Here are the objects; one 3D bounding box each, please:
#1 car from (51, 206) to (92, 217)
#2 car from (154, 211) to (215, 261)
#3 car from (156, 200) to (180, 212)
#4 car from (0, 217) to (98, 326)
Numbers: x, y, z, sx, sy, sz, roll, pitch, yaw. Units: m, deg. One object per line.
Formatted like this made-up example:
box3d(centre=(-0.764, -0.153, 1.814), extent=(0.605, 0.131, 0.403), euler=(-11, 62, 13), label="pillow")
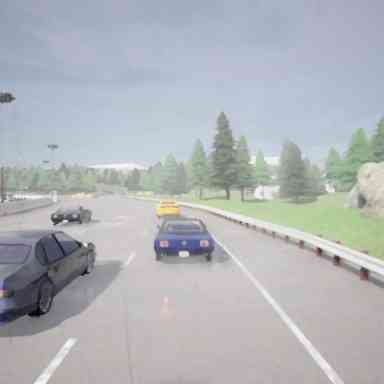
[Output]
box3d(centre=(-8.408, 1.604, 23.654), extent=(1.895, 1.301, 4.718), euler=(0, 0, -7), label="car")
box3d(centre=(-0.363, 1.590, 12.268), extent=(1.895, 1.301, 4.718), euler=(0, 0, -3), label="car")
box3d(centre=(-2.216, 1.454, 30.050), extent=(1.882, 1.535, 5.008), euler=(0, 0, -8), label="car")
box3d(centre=(-3.601, 1.552, 7.359), extent=(2.033, 1.411, 5.357), euler=(0, 0, -2), label="car")
